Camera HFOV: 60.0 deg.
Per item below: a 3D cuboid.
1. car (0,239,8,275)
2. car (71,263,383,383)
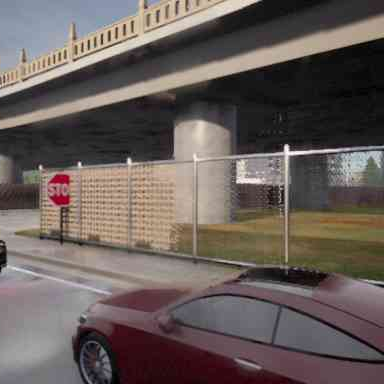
[{"bbox_3d":[-6.783,1.476,8.834,4.902,1.511,2.128,0,0,36],"label":"car"},{"bbox_3d":[0.717,1.524,3.475,4.674,1.442,1.812,0,0,35],"label":"car"}]
